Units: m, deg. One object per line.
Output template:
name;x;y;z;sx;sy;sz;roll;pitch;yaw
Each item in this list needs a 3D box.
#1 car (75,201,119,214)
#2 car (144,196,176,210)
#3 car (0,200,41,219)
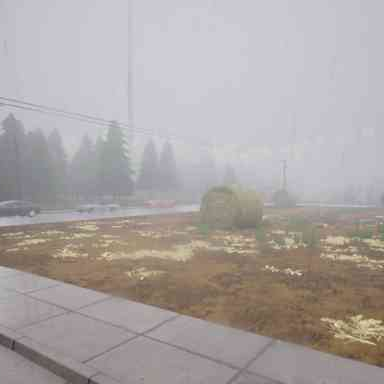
car;-10.370;1.627;36.557;1.895;1.301;4.718;0;0;37
car;-4.281;1.378;44.753;2.097;1.767;4.553;0;0;37
car;-15.847;1.531;29.164;1.837;1.490;4.892;0;0;37
